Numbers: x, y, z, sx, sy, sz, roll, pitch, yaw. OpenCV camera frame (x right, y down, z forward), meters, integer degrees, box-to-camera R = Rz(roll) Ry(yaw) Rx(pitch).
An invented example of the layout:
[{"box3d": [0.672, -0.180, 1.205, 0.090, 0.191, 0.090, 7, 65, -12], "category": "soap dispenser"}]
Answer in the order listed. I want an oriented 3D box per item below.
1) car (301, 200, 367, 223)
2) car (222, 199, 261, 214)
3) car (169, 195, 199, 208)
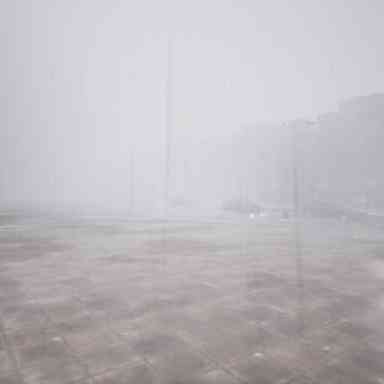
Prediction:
[{"box3d": [10.638, 1.426, 25.247, 1.837, 1.490, 4.892, -2, 2, -35], "category": "car"}, {"box3d": [4.897, 1.376, 33.367, 1.994, 1.385, 4.181, -2, 2, -36], "category": "car"}, {"box3d": [-1.016, 1.188, 41.751, 2.128, 1.511, 4.902, -2, 2, -35], "category": "car"}]
